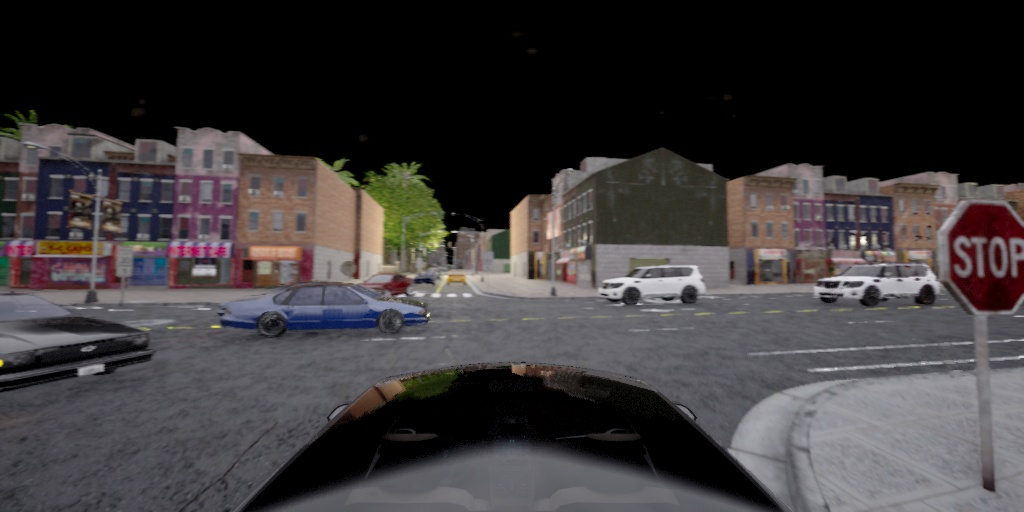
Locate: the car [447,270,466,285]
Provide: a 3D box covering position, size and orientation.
[{"bbox_3d":[-5.786,2.197,37.437,1.882,1.535,5.008,1,-2,-9],"label":"car"}]

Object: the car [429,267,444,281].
[{"bbox_3d":[-10.379,2.518,47.477,1.994,1.385,4.181,1,-2,-9],"label":"car"}]

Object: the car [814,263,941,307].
[{"bbox_3d":[18.233,1.388,17.978,5.566,2.045,2.150,0,-3,-10],"label":"car"}]

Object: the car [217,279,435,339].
[{"bbox_3d":[-5.120,1.505,10.462,5.357,1.411,2.033,0,-3,-10],"label":"car"}]

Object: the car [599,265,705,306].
[{"bbox_3d":[7.561,1.531,19.442,5.566,2.045,2.150,-1,-3,-10],"label":"car"}]

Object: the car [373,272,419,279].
[{"bbox_3d":[-7.594,1.776,21.470,1.882,1.535,5.008,-1,-1,7],"label":"car"}]

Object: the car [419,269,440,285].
[{"bbox_3d":[-8.244,2.211,34.275,1.895,1.301,4.718,1,-2,-9],"label":"car"}]

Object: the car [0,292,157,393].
[{"bbox_3d":[-8.665,1.274,5.603,5.357,1.411,2.033,-1,-3,9],"label":"car"}]

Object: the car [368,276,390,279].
[{"bbox_3d":[-7.641,1.637,13.492,5.357,1.411,2.033,0,-2,-10],"label":"car"}]
